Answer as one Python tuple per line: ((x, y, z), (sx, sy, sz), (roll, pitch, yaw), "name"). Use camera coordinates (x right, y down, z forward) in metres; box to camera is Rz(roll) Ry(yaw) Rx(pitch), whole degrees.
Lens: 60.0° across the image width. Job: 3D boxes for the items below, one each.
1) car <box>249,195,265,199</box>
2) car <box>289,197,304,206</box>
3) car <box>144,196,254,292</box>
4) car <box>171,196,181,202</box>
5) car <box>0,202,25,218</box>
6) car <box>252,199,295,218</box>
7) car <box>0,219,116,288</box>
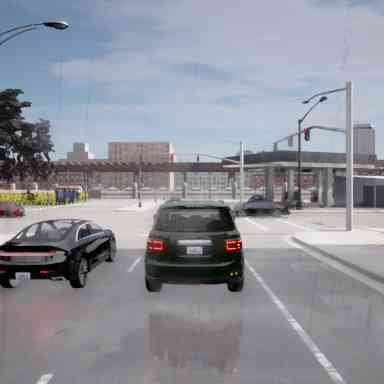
((9.624, 1.295, 49.301), (2.242, 1.667, 4.611), (0, 0, 0), "car")
((15.368, 1.456, 50.073), (1.970, 1.475, 3.806), (0, 0, 0), "car")
((0.069, 1.221, 9.112), (2.150, 2.045, 5.566), (0, 0, 0), "car")
((-3.630, 1.552, 74.542), (1.994, 1.385, 4.181), (0, 0, 0), "car")
((-17.003, 1.564, 29.264), (4.181, 1.385, 1.994), (0, 0, 0), "car")
((5.830, 1.547, 29.070), (5.357, 1.411, 2.033), (0, 0, -1), "car")
((-3.436, 1.492, 9.194), (2.128, 1.511, 4.902), (0, 0, 0), "car")
